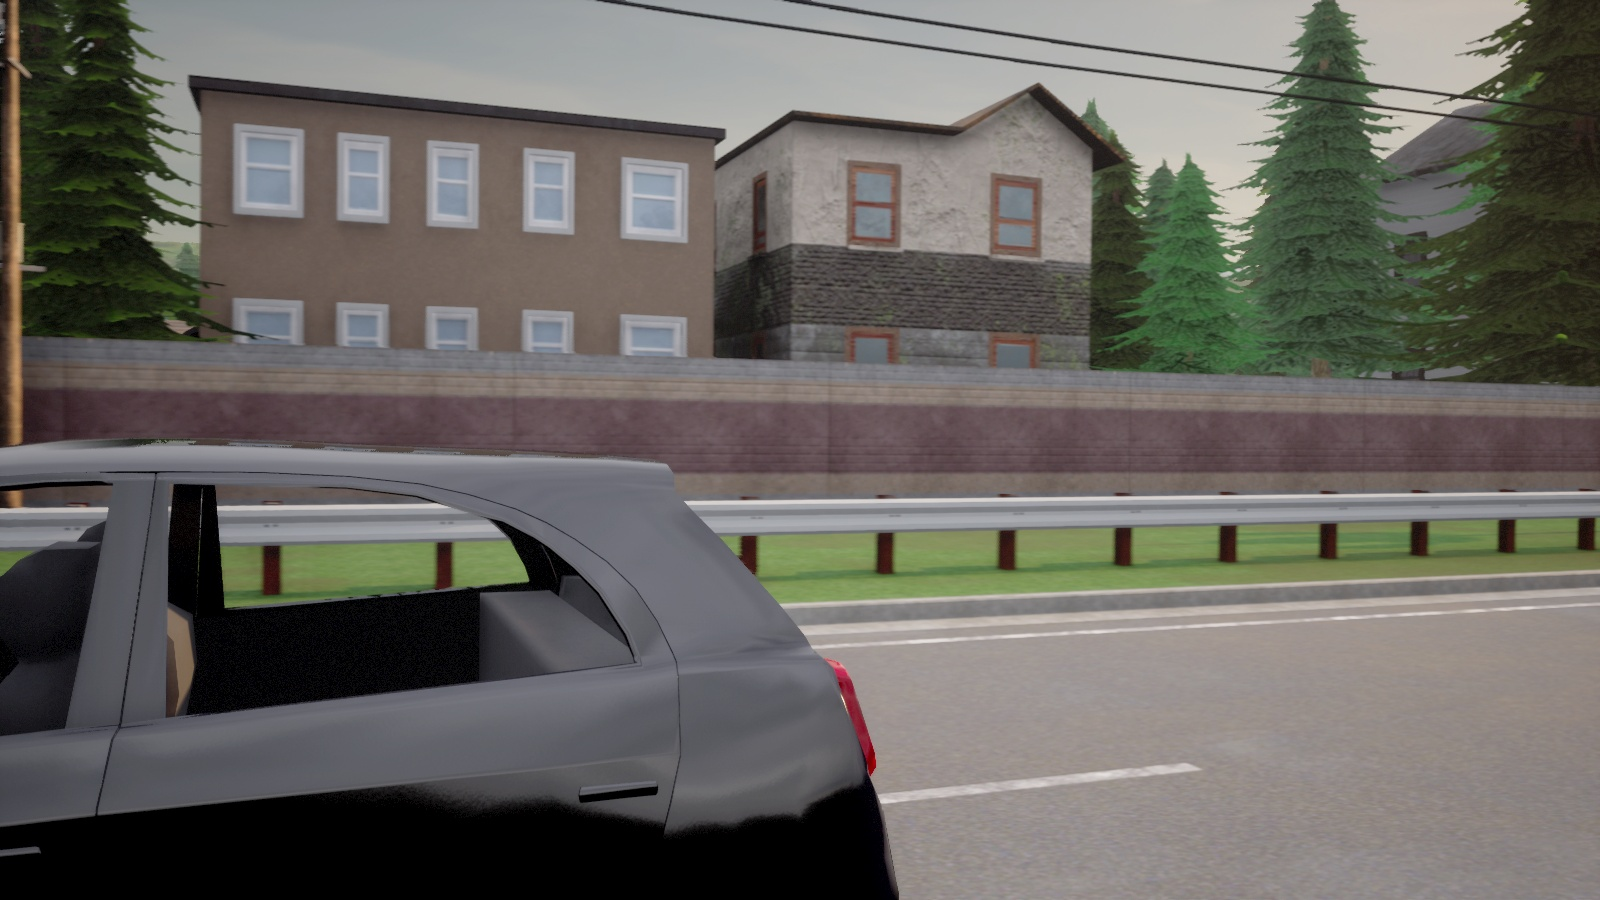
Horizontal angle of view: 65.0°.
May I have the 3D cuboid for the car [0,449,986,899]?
[{"bbox_3d":[-1.672,0.788,2.604,3.633,1.501,1.845,-1,1,-21],"label":"car"}]
